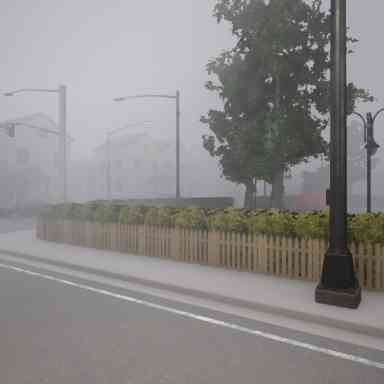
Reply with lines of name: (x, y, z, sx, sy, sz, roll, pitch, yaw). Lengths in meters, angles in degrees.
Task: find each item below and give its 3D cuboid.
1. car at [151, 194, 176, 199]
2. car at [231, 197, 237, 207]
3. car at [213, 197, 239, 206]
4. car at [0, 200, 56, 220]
car: (-3.882, 1.225, 43.031, 2.150, 2.045, 5.566, 0, -1, 35)
car: (4.863, 1.564, 49.139, 1.994, 1.385, 4.181, 0, 0, 35)
car: (5.906, 1.548, 56.969, 2.033, 1.411, 5.357, 0, 0, 35)
car: (-14.002, 1.477, 28.475, 1.882, 1.535, 5.008, 0, 0, 35)
